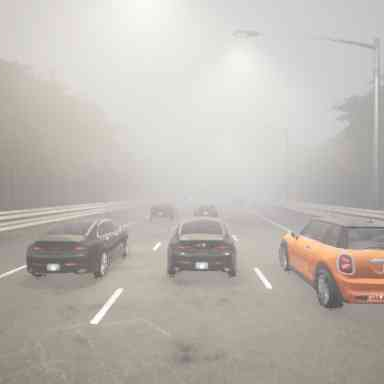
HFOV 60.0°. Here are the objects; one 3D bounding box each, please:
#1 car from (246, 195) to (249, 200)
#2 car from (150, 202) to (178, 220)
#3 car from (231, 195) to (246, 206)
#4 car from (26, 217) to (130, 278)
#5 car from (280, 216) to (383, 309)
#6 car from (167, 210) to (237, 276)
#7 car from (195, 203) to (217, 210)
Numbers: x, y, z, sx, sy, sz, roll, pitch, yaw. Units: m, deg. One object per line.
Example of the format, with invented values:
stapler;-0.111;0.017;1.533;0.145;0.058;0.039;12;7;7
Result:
car;12.583;1.784;83.600;1.895;1.301;4.718;0;0;12
car;-2.286;1.547;28.427;1.882;1.535;5.008;0;0;4
car;7.702;1.489;56.526;2.097;1.767;4.553;0;0;8
car;-3.203;1.529;10.249;1.837;1.490;4.892;0;0;1
car;3.626;1.377;8.072;2.097;1.767;4.553;0;0;1
car;0.302;1.534;10.461;1.837;1.490;4.892;0;0;1
car;1.204;1.637;28.125;1.994;1.385;4.181;0;0;4
